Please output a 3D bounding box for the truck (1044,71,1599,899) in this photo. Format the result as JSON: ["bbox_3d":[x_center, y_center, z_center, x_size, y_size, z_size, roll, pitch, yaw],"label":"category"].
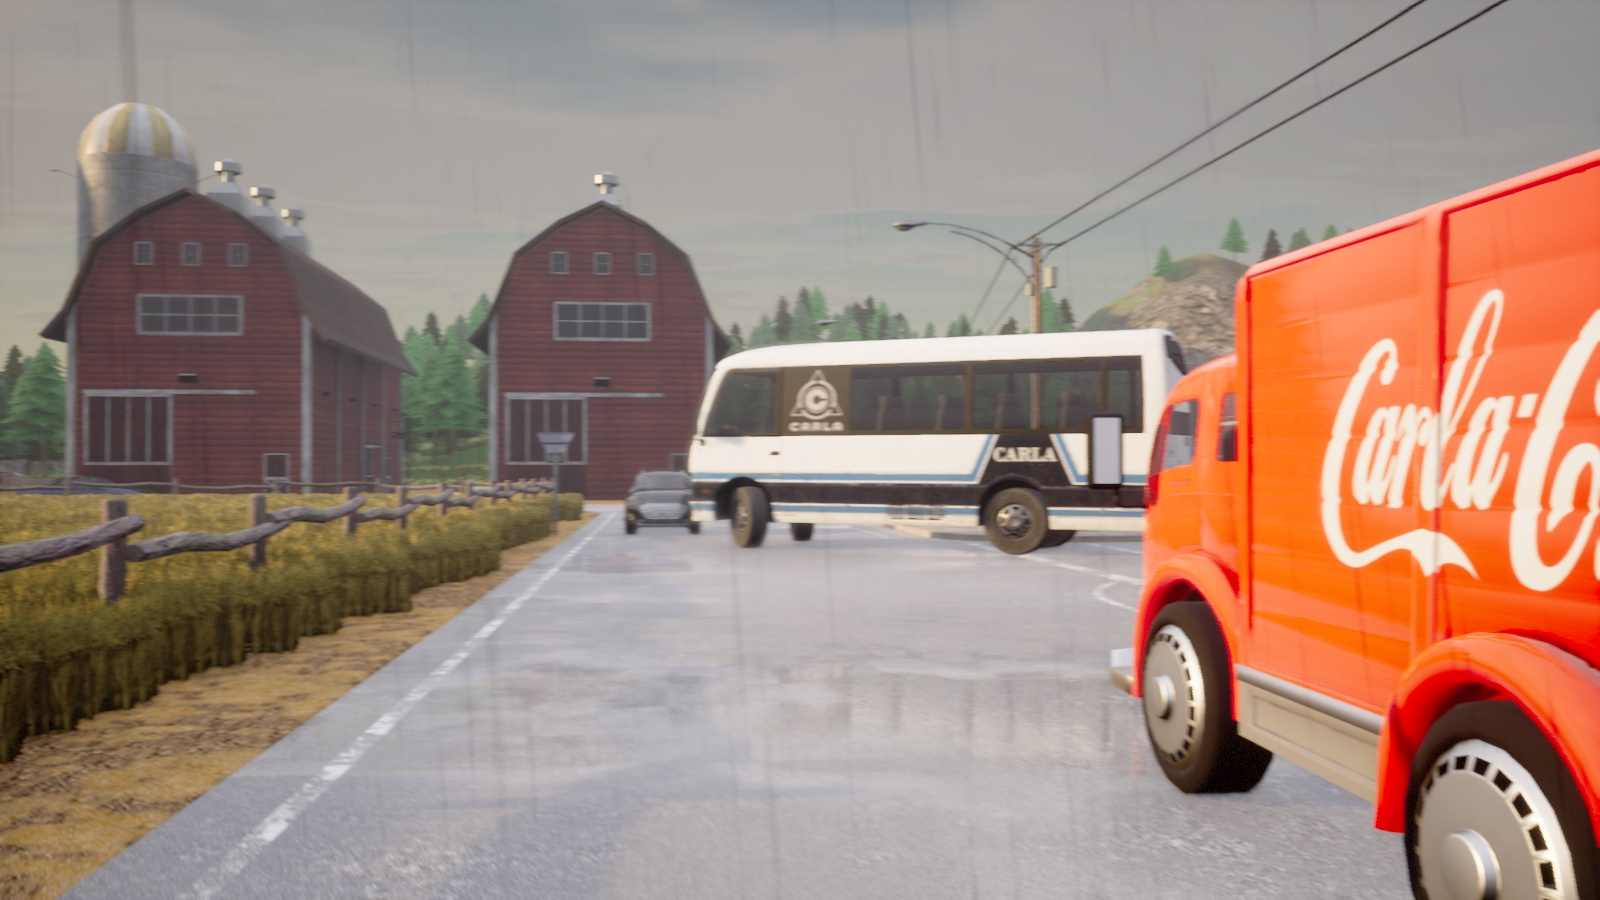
[{"bbox_3d":[2.989,0.383,4.833,2.627,2.467,5.204,0,-1,-5],"label":"truck"}]

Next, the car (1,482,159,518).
[{"bbox_3d":[-30.129,2.067,52.705,5.357,1.411,2.033,0,-1,-9],"label":"car"}]

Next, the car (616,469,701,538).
[{"bbox_3d":[-3.732,1.353,33.085,2.033,1.649,4.856,0,-1,-7],"label":"car"}]

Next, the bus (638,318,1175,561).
[{"bbox_3d":[2.123,-0.136,25.881,10.273,4.253,3.944,-1,0,24],"label":"bus"}]
